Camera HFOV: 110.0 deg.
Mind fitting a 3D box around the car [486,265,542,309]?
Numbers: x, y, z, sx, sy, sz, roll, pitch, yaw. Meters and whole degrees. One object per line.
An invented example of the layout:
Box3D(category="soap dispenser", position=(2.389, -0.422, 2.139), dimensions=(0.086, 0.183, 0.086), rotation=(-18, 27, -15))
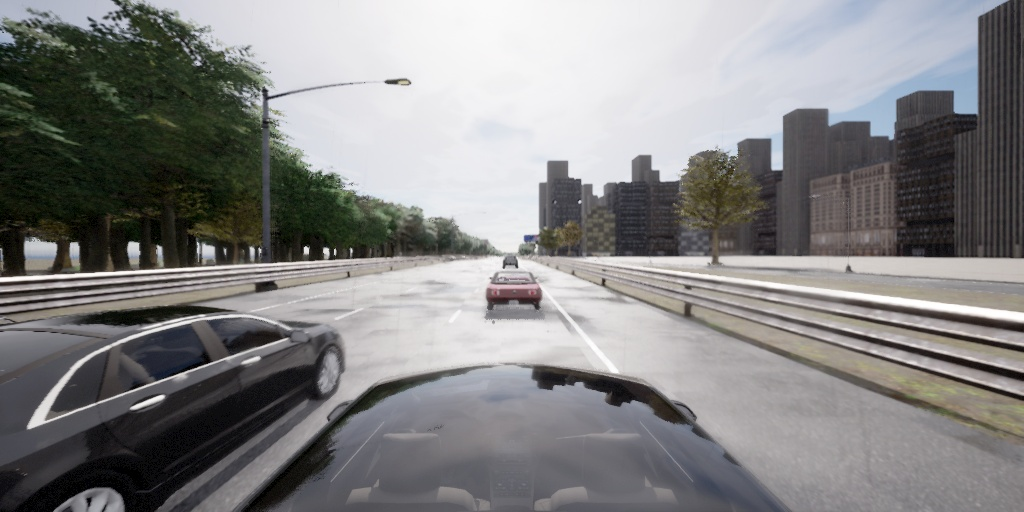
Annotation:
Box3D(category="car", position=(0.056, 1.202, 13.908), dimensions=(1.895, 1.301, 4.718), rotation=(0, 1, 0))

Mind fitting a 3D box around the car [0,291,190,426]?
Box3D(category="car", position=(-6.907, 1.323, 4.277), dimensions=(1.895, 1.301, 4.718), rotation=(0, 1, 0))

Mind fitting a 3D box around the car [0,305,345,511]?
Box3D(category="car", position=(-3.406, 1.239, 3.436), dimensions=(1.837, 1.490, 4.892), rotation=(0, 1, 0))

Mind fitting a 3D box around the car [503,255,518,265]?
Box3D(category="car", position=(-0.205, 0.649, 46.691), dimensions=(2.033, 1.649, 4.856), rotation=(0, 1, 0))
